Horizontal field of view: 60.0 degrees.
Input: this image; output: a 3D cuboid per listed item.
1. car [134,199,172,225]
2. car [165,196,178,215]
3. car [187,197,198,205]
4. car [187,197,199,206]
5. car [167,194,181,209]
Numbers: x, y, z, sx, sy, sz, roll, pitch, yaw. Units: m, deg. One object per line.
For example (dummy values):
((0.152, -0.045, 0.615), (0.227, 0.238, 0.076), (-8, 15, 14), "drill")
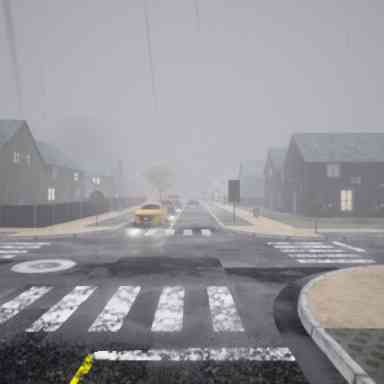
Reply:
((-2.879, 1.501, 24.198), (1.882, 1.535, 5.008), (0, 0, 3), "car")
((-2.767, 1.527, 35.055), (1.882, 1.535, 5.008), (0, 0, 0), "car")
((0.152, 1.758, 66.663), (2.033, 1.411, 5.357), (0, 0, 0), "car")
((0.185, 1.711, 56.684), (1.994, 1.385, 4.181), (0, 0, 1), "car")
((-2.719, 1.326, 48.622), (2.150, 2.045, 5.566), (0, 0, 1), "car")
